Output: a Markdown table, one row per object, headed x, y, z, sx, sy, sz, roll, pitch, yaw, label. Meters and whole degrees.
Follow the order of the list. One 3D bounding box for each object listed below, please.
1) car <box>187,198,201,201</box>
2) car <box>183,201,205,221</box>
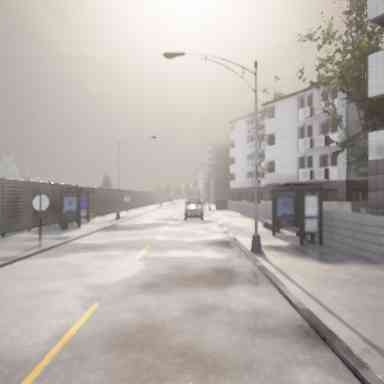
| x | y | z | sx | sy | sz | roll | pitch | yaw | label |
| --- | --- | --- | --- | --- | --- | --- | --- | --- | --- |
| 0.212 | 1.782 | 42.292 | 2.150 | 2.045 | 5.566 | 0 | -1 | 0 | car |
| 0.182 | 1.916 | 32.042 | 2.128 | 1.511 | 4.902 | 0 | -1 | 0 | car |
